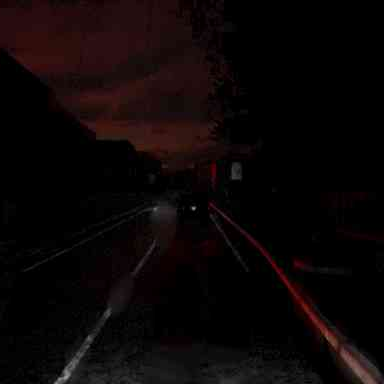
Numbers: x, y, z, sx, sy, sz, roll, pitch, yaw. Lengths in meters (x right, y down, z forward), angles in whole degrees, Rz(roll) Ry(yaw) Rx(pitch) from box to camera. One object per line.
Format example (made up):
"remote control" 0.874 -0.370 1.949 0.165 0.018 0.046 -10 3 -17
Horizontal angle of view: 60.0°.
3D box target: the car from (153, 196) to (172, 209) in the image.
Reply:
"car" -3.424 1.204 39.307 1.994 1.385 4.181 0 1 0

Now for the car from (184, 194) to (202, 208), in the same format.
"car" 0.085 1.110 41.314 2.128 1.511 4.902 0 1 0

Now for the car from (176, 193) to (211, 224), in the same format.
"car" 0.100 1.056 23.041 2.150 2.045 5.566 0 1 0
